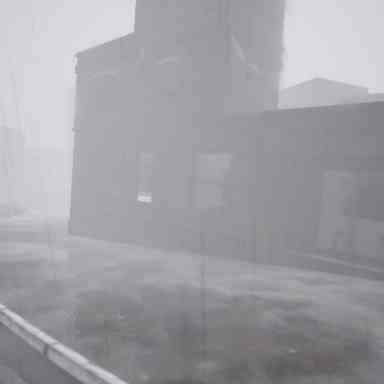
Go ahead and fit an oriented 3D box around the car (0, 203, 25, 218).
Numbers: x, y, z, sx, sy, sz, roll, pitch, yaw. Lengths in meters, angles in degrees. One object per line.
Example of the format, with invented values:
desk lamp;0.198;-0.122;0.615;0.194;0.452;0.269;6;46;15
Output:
car;-19.586;1.969;35.632;2.128;1.511;4.902;4;-2;-5
